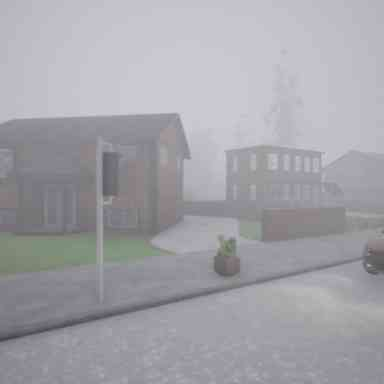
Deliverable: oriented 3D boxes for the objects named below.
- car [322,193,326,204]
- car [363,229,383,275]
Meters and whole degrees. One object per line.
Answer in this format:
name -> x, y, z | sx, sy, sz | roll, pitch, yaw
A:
car -> 11.266, 1.031, 31.607 | 3.866, 1.878, 1.905 | 0, 0, -35
car -> 6.810, 1.501, 9.466 | 5.008, 1.535, 1.882 | 0, 0, -35
